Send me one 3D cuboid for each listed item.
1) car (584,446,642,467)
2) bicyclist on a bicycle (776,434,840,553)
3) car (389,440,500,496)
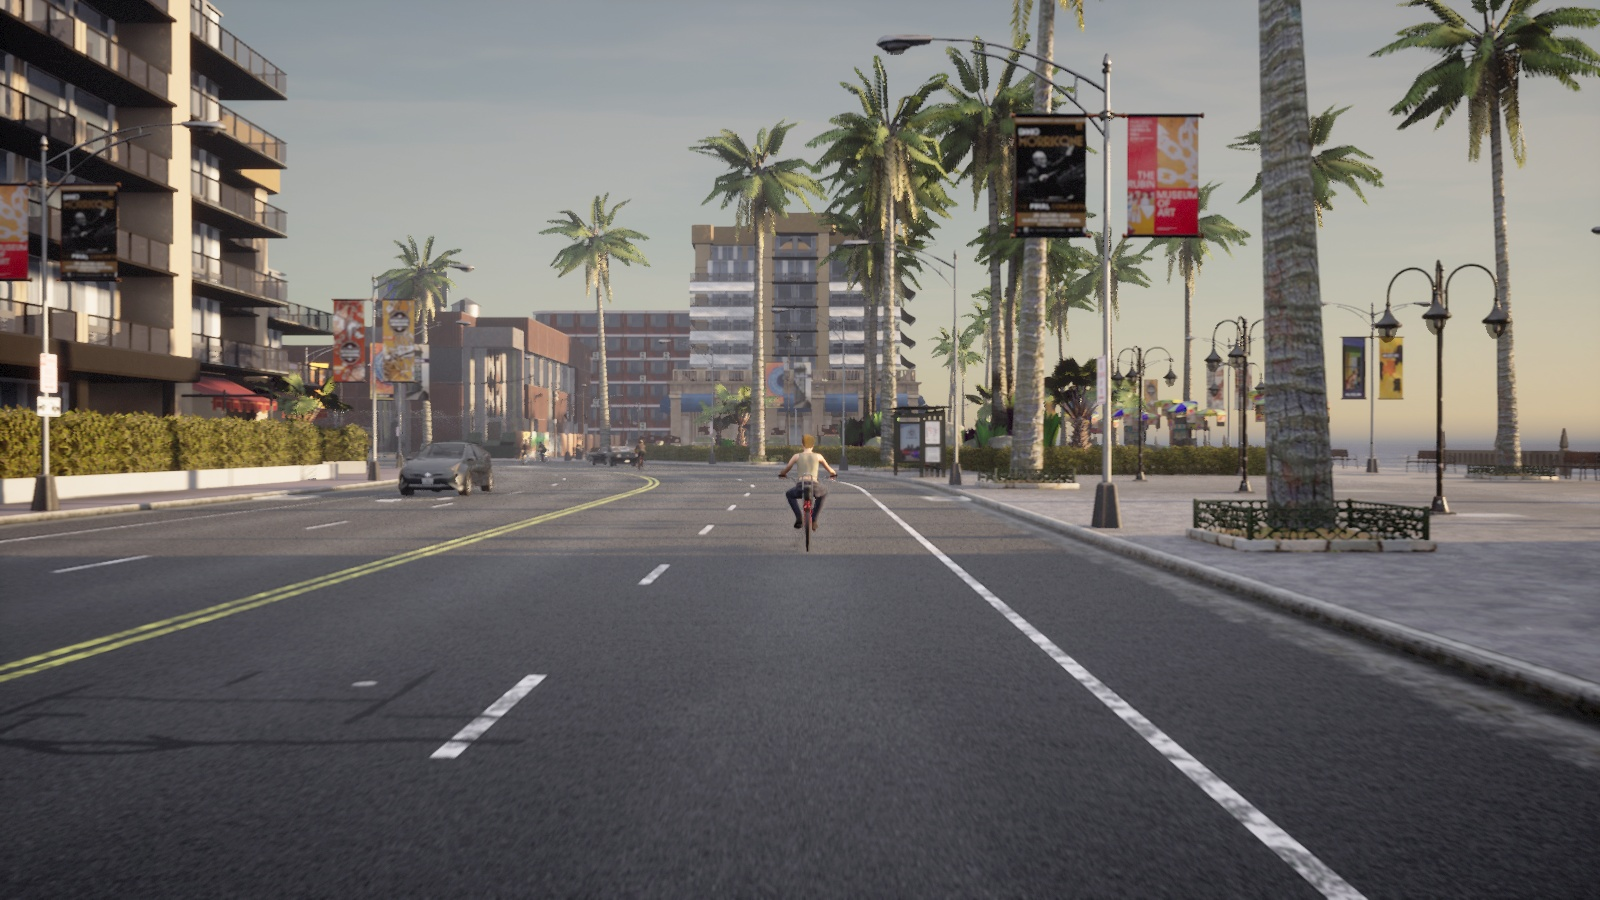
[{"bbox_3d":[-12.031,0.383,80.501,1.895,1.301,4.718,0,0,-32],"label":"car"},{"bbox_3d":[0.111,0.583,17.785,0.866,1.612,1.509,0,0,1],"label":"bicyclist on a bicycle"},{"bbox_3d":[-10.291,0.478,36.723,2.007,1.525,4.514,0,0,-1],"label":"car"}]
